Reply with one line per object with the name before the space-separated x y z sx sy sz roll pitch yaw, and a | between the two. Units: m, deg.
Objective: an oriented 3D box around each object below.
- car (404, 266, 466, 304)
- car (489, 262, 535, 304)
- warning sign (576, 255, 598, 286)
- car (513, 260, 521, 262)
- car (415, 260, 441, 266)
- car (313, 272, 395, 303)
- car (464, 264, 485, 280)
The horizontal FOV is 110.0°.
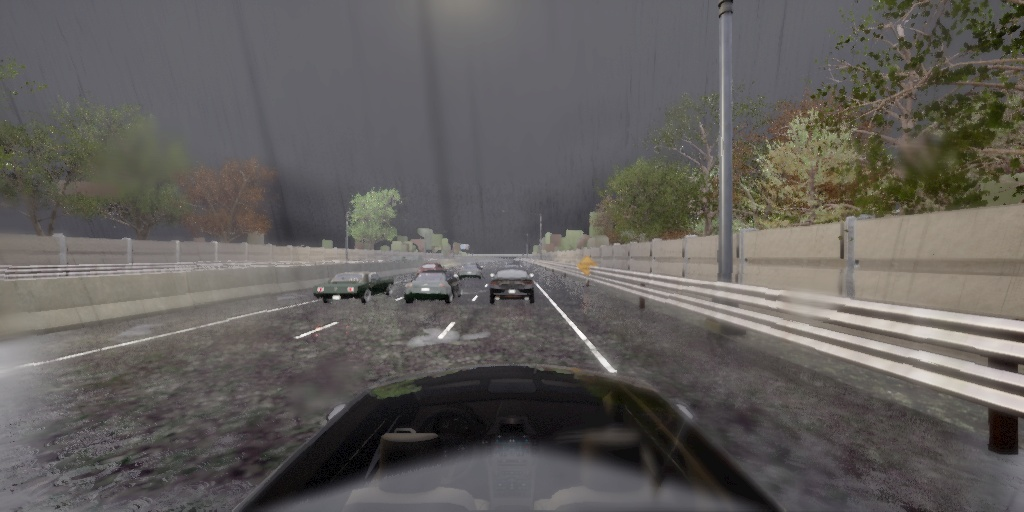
car | -3.500 1.326 16.500 1.994 1.385 4.181 0 0 0
car | 0.000 1.238 16.500 1.882 1.535 5.008 0 0 0
warning sign | 4.550 0.871 21.754 1.300 1.860 1.060 0 0 0
car | 0.000 1.331 31.501 2.033 1.411 5.357 0 0 0
car | -7.000 1.300 31.500 1.812 1.442 4.674 0 0 0
car | -7.000 1.370 16.530 1.895 1.301 4.718 0 0 0
car | -3.500 1.340 31.500 1.994 1.385 4.181 0 0 0
